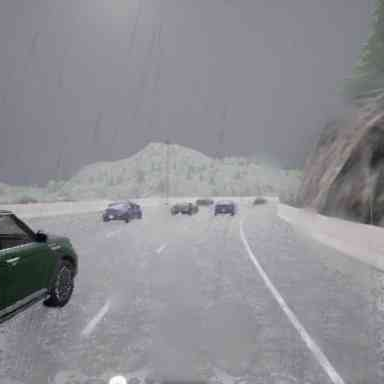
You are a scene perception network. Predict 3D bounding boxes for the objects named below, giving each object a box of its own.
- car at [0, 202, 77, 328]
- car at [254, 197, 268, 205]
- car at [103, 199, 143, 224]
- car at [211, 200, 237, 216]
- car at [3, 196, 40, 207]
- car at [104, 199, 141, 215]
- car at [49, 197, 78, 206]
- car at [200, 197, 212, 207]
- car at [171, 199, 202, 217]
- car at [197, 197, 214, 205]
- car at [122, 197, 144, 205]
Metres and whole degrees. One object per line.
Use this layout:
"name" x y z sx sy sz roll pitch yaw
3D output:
"car" -3.651 1.201 4.828 2.150 2.045 5.566 0 0 3
"car" 13.527 1.801 65.281 1.837 1.490 4.892 -1 -1 25
"car" -5.175 1.544 25.185 1.812 1.442 4.674 0 0 9
"car" 3.546 1.601 34.102 1.882 1.535 5.008 0 -1 13
"car" -25.175 1.389 49.434 2.128 1.511 4.902 0 0 15
"car" -7.052 1.504 34.483 1.882 1.535 5.008 0 -1 12
"car" -20.497 1.475 53.217 1.812 1.442 4.674 0 0 17
"car" 2.237 1.646 55.716 1.882 1.535 5.008 0 0 20
"car" -0.614 1.683 33.001 1.895 1.301 4.718 0 0 13
"car" 2.743 1.765 66.545 1.994 1.385 4.181 0 0 23
"car" -10.716 1.617 60.943 1.837 1.490 4.892 0 0 19
